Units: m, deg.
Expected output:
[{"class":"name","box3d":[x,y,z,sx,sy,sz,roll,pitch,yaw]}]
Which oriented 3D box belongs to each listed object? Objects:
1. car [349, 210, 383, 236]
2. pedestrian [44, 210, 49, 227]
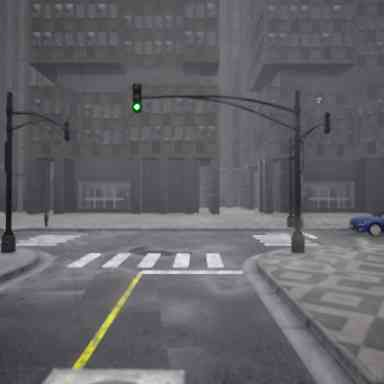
[{"class":"car","box3d":[11.763,1.696,19.310,5.008,1.535,1.882,0,-1,0]},{"class":"pedestrian","box3d":[-9.873,1.808,22.556,0.500,1.100,0.500,0,-1,1]}]
